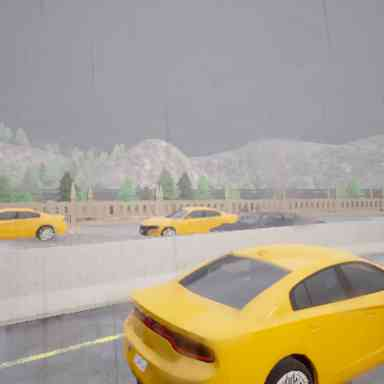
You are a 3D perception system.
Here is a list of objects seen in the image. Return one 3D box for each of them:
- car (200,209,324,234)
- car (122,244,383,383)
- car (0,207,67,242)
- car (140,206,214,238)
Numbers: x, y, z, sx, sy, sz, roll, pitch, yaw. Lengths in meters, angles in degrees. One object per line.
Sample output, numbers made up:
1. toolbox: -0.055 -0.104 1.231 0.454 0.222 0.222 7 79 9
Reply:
1. car: 3.263 1.547 13.950 5.357 1.411 2.033 0 0 -29
2. car: 1.577 1.477 4.557 5.008 1.535 1.882 0 0 -33
3. car: -8.308 1.477 15.020 5.008 1.535 1.882 0 0 -34
4. car: -0.043 1.478 16.029 5.008 1.535 1.882 0 0 -29
